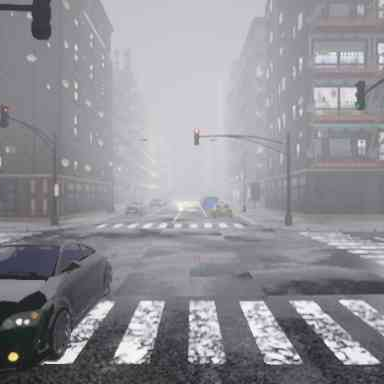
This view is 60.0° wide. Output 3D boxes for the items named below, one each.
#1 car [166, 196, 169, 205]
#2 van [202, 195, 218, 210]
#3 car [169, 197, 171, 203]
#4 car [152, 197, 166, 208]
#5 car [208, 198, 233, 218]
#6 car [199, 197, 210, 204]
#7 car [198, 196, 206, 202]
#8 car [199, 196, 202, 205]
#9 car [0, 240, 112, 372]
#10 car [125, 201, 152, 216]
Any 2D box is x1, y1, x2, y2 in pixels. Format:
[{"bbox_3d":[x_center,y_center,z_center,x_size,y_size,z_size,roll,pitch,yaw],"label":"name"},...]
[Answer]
[{"bbox_3d":[-5.336,1.598,55.192,1.752,1.417,4.829,1,0,0],"label":"car"},{"bbox_3d":[2.585,1.394,44.114,1.690,1.788,3.998,1,0,0],"label":"van"},{"bbox_3d":[-5.340,1.666,61.020,1.802,1.307,4.206,1,0,0],"label":"car"},{"bbox_3d":[-5.334,1.645,49.704,1.802,1.307,4.206,1,0,0],"label":"car"},{"bbox_3d":[2.688,1.557,30.280,1.752,1.417,4.829,1,0,0],"label":"car"},{"bbox_3d":[2.537,1.646,66.736,2.008,1.369,4.403,1,0,0],"label":"car"},{"bbox_3d":[2.528,1.680,83.704,1.887,1.381,4.507,1,0,0],"label":"car"},{"bbox_3d":[2.550,1.378,49.767,2.192,1.841,5.009,1,0,0],"label":"car"},{"bbox_3d":[-2.753,1.569,5.768,1.994,1.385,4.181,0,0,0],"label":"car"},{"bbox_3d":[-5.453,1.585,32.731,2.008,1.369,4.403,1,0,0],"label":"car"}]
